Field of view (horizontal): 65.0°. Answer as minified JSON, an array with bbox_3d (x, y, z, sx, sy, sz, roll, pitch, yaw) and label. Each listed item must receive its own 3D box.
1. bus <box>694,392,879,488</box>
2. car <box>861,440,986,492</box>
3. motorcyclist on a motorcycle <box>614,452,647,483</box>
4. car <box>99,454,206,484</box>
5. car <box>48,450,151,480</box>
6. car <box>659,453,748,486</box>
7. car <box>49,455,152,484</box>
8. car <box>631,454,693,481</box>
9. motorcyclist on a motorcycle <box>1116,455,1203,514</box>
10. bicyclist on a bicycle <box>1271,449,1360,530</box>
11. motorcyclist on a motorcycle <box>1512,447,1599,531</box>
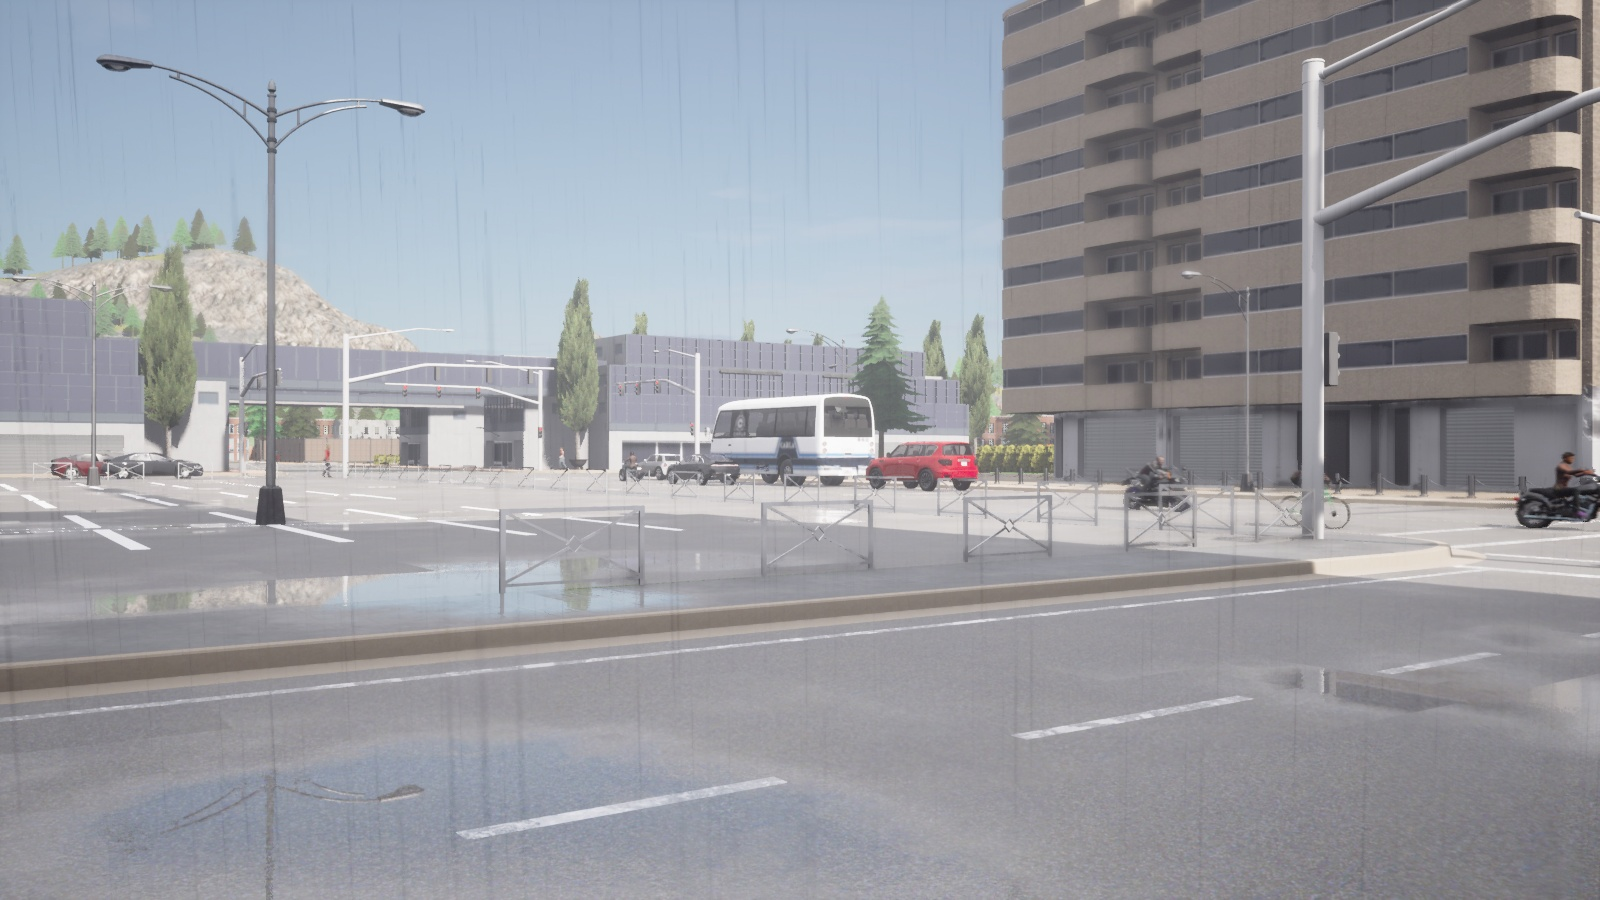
[{"bbox_3d":[-0.890,-0.424,61.381,3.944,4.253,10.273,0,0,-35],"label":"bus"},{"bbox_3d":[5.098,0.637,52.720,2.150,2.045,5.566,0,0,-35],"label":"car"},{"bbox_3d":[-9.068,0.934,67.065,0.766,1.649,2.350,0,0,-35],"label":"motorcyclist on a motorcycle"},{"bbox_3d":[-34.676,0.995,67.294,4.902,1.511,2.128,0,0,-34],"label":"car"},{"bbox_3d":[-40.181,0.840,72.043,5.027,1.651,2.152,0,0,-34],"label":"car"},{"bbox_3d":[-4.736,0.915,60.790,2.128,1.511,4.902,0,0,-34],"label":"car"},{"bbox_3d":[-38.436,1.050,69.001,4.792,1.488,2.163,0,0,-33],"label":"car"},{"bbox_3d":[-7.896,0.957,71.525,1.970,1.475,3.806,0,0,-34],"label":"car"},{"bbox_3d":[9.655,0.897,33.802,0.866,1.530,2.191,0,0,-35],"label":"motorcyclist on a motorcycle"},{"bbox_3d":[10.708,0.794,26.119,0.582,1.620,1.656,0,0,-35],"label":"bicyclist on a bicycle"},{"bbox_3d":[15.768,0.768,25.320,0.766,1.649,2.350,1,-1,-41],"label":"motorcyclist on a motorcycle"}]
